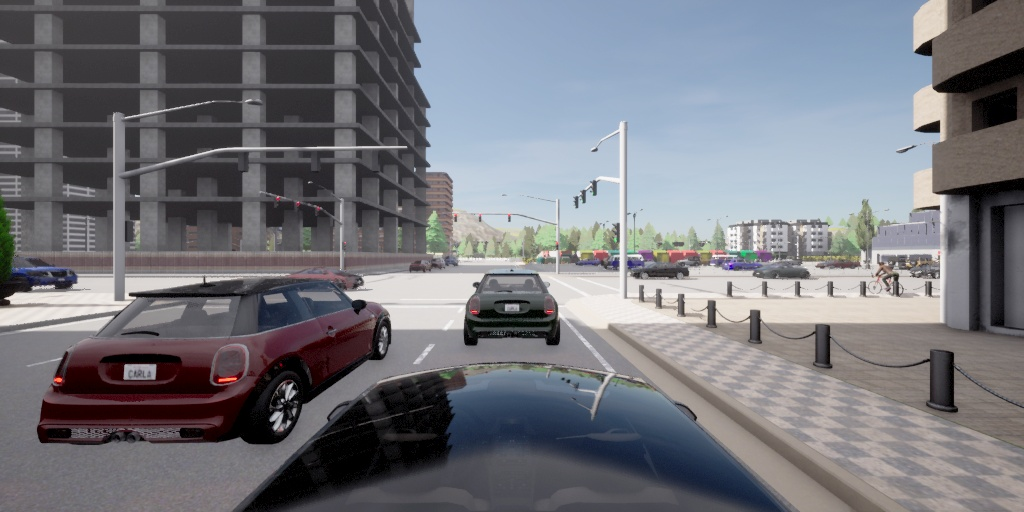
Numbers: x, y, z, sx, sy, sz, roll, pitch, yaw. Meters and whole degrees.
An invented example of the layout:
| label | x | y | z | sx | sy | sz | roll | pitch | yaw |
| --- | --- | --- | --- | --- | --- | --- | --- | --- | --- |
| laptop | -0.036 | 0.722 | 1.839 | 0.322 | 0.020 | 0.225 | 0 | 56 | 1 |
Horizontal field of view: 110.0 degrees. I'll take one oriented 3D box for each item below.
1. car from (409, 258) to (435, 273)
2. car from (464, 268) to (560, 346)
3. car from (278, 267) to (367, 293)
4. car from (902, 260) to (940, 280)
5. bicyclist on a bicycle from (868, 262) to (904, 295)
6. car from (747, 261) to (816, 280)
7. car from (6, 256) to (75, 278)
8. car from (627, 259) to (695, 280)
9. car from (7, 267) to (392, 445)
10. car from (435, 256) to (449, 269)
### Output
| label | x | y | z | sx | sy | sz | roll | pitch | yaw |
| --- | --- | --- | --- | --- | --- | --- | --- | --- | --- |
| car | -11.366 | 1.228 | 44.752 | 1.882 | 1.535 | 5.008 | 0 | 0 | 0 |
| car | -0.020 | 1.102 | 9.605 | 2.097 | 1.767 | 4.553 | 0 | 0 | -1 |
| car | -10.931 | 1.338 | 20.941 | 4.181 | 1.385 | 1.994 | 0 | 0 | -1 |
| car | 38.475 | 1.311 | 31.979 | 4.892 | 1.490 | 1.837 | 0 | 0 | 0 |
| bicyclist on a bicycle | 18.070 | 1.106 | 17.374 | 0.582 | 1.620 | 1.656 | 0 | 0 | 0 |
| car | 23.881 | 1.369 | 31.890 | 4.181 | 1.385 | 1.994 | 0 | 0 | 0 |
| car | -28.944 | 1.026 | 20.814 | 5.566 | 2.045 | 2.150 | 0 | 0 | 0 |
| car | 13.039 | 1.283 | 31.820 | 5.008 | 1.535 | 1.882 | 0 | 0 | 0 |
| car | -3.483 | 1.102 | 5.471 | 2.097 | 1.767 | 4.553 | 0 | 0 | 0 |
| car | -11.467 | 1.102 | 54.509 | 2.097 | 1.767 | 4.553 | 0 | 0 | -1 |
